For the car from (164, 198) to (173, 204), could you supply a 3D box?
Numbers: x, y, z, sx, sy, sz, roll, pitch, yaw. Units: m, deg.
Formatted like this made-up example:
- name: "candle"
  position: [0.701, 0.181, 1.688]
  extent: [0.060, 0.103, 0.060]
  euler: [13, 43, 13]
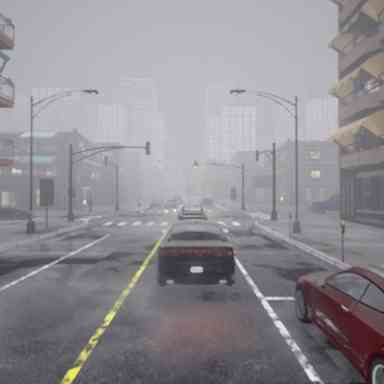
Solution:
- name: "car"
  position: [-5.692, 2.121, 81.251]
  extent: [1.802, 1.307, 4.206]
  euler: [0, 0, 0]

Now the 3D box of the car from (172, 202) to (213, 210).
- name: "car"
  position: [-0.032, 1.621, 21.502]
  extent: [2.128, 1.511, 4.902]
  euler: [0, 0, -2]

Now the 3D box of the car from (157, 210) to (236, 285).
- name: "car"
  position: [0.098, 1.535, 9.692]
  extent: [1.882, 1.535, 5.008]
  euler: [0, 0, 0]

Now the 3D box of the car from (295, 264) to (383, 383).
- name: "car"
  position: [2.692, 1.608, 4.399]
  extent: [1.802, 1.307, 4.206]
  euler: [0, 0, 0]

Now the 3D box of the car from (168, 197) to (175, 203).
- name: "car"
  position: [-5.692, 2.150, 92.130]
  extent: [1.752, 1.417, 4.829]
  euler: [0, 0, 0]

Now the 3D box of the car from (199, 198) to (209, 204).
- name: "car"
  position: [2.689, 2.064, 75.726]
  extent: [1.947, 1.339, 4.313]
  euler: [0, 0, 0]

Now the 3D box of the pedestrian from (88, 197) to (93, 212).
- name: "pedestrian"
  position: [-12.513, 1.538, 40.888]
  extent: [0.375, 1.860, 0.375]
  euler: [0, 0, 0]

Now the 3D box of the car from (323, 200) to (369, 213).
- name: "car"
  position: [17.487, 1.589, 37.951]
  extent: [4.313, 1.339, 1.947]
  euler: [-1, 0, 0]

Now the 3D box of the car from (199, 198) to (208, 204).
- name: "car"
  position: [2.688, 2.090, 81.251]
  extent: [2.008, 1.369, 4.403]
  euler: [0, 0, 0]

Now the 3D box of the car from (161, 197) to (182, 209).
- name: "car"
  position: [-3.093, 1.865, 50.591]
  extent: [2.033, 1.411, 5.357]
  euler: [0, 0, 0]

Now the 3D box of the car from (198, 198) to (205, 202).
- name: "car"
  position: [2.688, 2.208, 92.300]
  extent: [1.802, 1.307, 4.206]
  euler: [0, 0, 0]

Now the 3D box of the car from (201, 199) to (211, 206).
- name: "car"
  position: [2.689, 1.983, 64.676]
  extent: [1.947, 1.339, 4.313]
  euler: [0, 0, 0]

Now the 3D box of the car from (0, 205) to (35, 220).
- name: "car"
  position: [-17.562, 1.944, 32.147]
  extent: [4.181, 1.385, 1.994]
  euler: [-1, 0, 0]

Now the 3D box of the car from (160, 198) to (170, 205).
- name: "car"
  position: [-5.691, 1.981, 70.030]
  extent: [1.752, 1.417, 4.829]
  euler: [0, 0, 0]

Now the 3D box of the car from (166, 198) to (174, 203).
- name: "car"
  position: [-5.692, 2.164, 86.775]
  extent: [1.802, 1.307, 4.206]
  euler: [0, 0, 0]

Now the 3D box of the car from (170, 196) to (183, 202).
- name: "car"
  position: [-3.069, 1.910, 60.035]
  extent: [1.812, 1.442, 4.674]
  euler: [0, 0, 0]

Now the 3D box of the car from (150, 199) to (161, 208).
- name: "car"
  position: [-5.779, 1.884, 53.628]
  extent: [1.887, 1.381, 4.507]
  euler: [0, 0, 0]

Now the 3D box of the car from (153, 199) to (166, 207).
- name: "car"
  position: [-5.691, 1.944, 59.149]
  extent: [1.947, 1.339, 4.313]
  euler: [0, 0, 0]

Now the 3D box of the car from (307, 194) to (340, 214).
- name: "car"
  position: [15.169, 1.249, 35.371]
  extent: [5.566, 2.045, 2.150]
  euler: [-1, 0, 0]

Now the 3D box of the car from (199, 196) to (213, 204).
- name: "car"
  position: [2.690, 1.693, 59.152]
  extent: [2.192, 1.841, 5.009]
  euler: [0, 0, 0]
